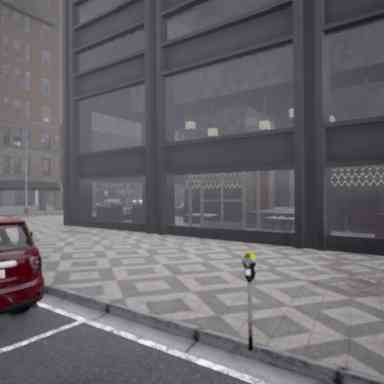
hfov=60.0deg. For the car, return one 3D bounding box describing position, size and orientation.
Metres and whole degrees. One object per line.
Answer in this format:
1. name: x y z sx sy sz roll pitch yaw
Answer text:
1. car: -4.828 1.313 6.295 5.009 1.841 2.192 0 -1 35
